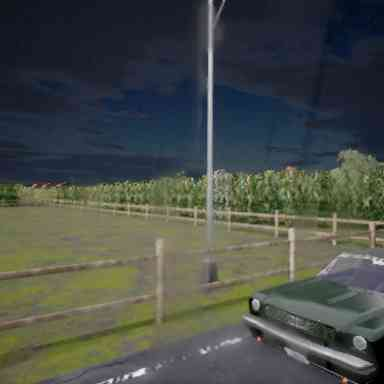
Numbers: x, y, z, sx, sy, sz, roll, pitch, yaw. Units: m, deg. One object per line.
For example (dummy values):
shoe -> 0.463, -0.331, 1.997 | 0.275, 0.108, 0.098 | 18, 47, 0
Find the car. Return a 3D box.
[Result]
car -> 3.040, 1.655, 5.242 | 4.718, 1.301, 1.895 | 1, 0, -36
